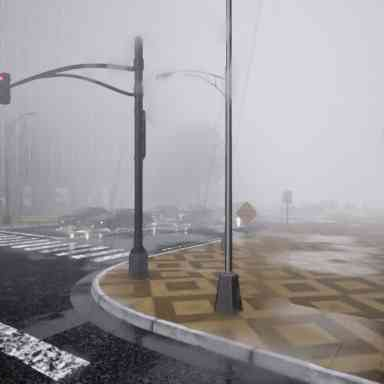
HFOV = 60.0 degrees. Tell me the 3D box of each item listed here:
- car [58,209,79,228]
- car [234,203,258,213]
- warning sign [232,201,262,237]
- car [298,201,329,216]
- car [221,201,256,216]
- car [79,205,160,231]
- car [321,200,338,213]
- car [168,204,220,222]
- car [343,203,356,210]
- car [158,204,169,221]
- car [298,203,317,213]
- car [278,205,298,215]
[{"bbox_3d":[-7.822,1.844,25.153,1.812,1.442,4.674,0,-1,31],"label":"car"},{"bbox_3d":[8.096,2.370,49.885,1.812,1.442,4.674,0,-1,32],"label":"car"},{"bbox_3d":[3.059,1.454,18.575,1.300,1.860,1.060,1,1,33],"label":"warning sign"},{"bbox_3d":[16.241,2.343,44.374,2.128,1.511,4.902,0,-1,33],"label":"car"},{"bbox_3d":[5.777,2.034,40.340,2.097,1.767,4.553,0,-1,33],"label":"car"},{"bbox_3d":[-4.950,1.874,23.625,2.033,1.411,5.357,0,-1,33],"label":"car"},{"bbox_3d":[21.758,2.254,53.066,2.150,2.045,5.566,0,-1,33],"label":"car"},{"bbox_3d":[0.310,1.992,31.829,2.128,1.511,4.902,0,-1,33],"label":"car"},{"bbox_3d":[31.285,2.837,65.825,1.812,1.442,4.674,0,-1,33],"label":"car"},{"bbox_3d":[-2.861,1.988,32.905,1.837,1.490,4.892,0,-1,33],"label":"car"},{"bbox_3d":[19.003,2.593,54.792,1.994,1.385,4.181,0,-1,33],"label":"car"},{"bbox_3d":[13.571,2.450,46.225,1.895,1.301,4.718,0,-1,33],"label":"car"}]
